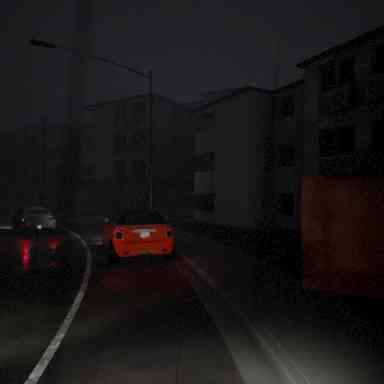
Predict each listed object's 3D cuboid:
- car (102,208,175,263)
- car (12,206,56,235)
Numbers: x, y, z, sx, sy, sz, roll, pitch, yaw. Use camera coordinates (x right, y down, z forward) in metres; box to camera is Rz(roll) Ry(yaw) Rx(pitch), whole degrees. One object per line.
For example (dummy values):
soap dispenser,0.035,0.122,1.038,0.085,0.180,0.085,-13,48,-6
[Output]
car,-2.158,1.352,12.387,2.097,1.767,4.553,0,0,-19
car,-8.998,1.526,18.879,1.812,1.442,4.674,0,0,-32
